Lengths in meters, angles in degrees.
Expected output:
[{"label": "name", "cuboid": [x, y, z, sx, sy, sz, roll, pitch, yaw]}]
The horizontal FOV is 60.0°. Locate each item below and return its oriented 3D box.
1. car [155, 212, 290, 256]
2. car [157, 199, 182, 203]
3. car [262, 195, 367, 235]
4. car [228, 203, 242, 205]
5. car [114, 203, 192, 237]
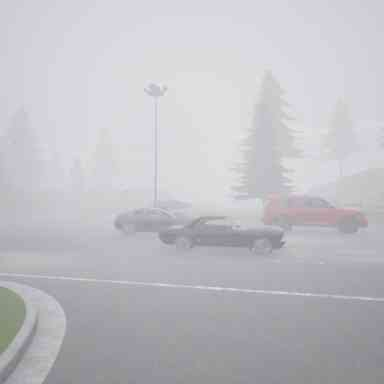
[{"label": "car", "cuboid": [1.214, 1.599, 12.874, 4.718, 1.301, 1.895, 0, 0, 13]}, {"label": "car", "cuboid": [-2.490, 1.544, 38.922, 5.357, 1.411, 2.033, 0, 0, -40]}, {"label": "car", "cuboid": [6.714, 1.220, 18.774, 5.566, 2.045, 2.150, 0, 0, 13]}, {"label": "car", "cuboid": [7.714, 1.594, 60.085, 1.895, 1.301, 4.718, 0, 0, -4]}, {"label": "car", "cuboid": [-1.590, 1.491, 17.126, 4.902, 1.511, 2.128, 0, 0, 13]}]
